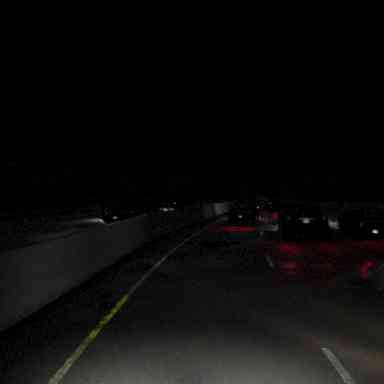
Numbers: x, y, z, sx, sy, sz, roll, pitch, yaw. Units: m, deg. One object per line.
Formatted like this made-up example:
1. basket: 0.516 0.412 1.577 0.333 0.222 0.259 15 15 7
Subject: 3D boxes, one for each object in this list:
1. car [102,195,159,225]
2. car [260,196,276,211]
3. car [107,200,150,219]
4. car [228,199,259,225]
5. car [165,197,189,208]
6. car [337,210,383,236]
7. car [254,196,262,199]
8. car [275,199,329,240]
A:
1. car: -4.036 1.220 22.977 2.150 2.045 5.566 0 0 14
2. car: 10.341 1.542 41.187 2.128 1.511 4.902 0 0 25
3. car: -5.640 1.523 30.018 1.812 1.442 4.674 0 0 18
4. car: 3.915 1.501 24.751 1.882 1.535 5.008 0 0 15
5. car: -2.067 1.524 48.197 1.837 1.490 4.892 0 -1 27
6. car: 9.431 1.638 18.396 1.895 1.301 4.718 0 0 13
7. car: 12.667 1.310 62.075 1.812 1.442 4.674 0 0 26
8. car: 5.690 1.377 17.383 2.097 1.767 4.553 0 0 12
